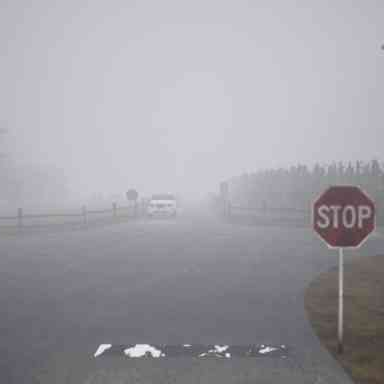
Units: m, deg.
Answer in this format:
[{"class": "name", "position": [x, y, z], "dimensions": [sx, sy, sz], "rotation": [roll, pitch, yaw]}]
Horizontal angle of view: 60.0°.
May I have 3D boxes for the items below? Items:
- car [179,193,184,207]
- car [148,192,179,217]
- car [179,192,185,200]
[{"class": "car", "position": [-2.415, 1.202, 41.316], "dimensions": [2.033, 1.411, 5.357], "rotation": [0, 1, 1]}, {"class": "car", "position": [-2.517, 1.065, 29.313], "dimensions": [2.150, 2.045, 5.566], "rotation": [0, 1, 0]}, {"class": "car", "position": [-2.193, 0.780, 58.610], "dimensions": [2.033, 1.411, 5.357], "rotation": [0, 1, 1]}]
